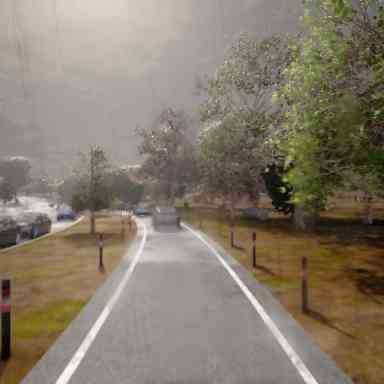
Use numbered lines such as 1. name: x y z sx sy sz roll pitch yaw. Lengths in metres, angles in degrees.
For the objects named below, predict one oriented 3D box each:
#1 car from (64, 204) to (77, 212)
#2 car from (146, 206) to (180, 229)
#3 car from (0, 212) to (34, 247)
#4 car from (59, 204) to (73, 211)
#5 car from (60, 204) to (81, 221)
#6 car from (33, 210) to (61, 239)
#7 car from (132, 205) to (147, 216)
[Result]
1. car: -23.458 3.047 63.932 2.097 1.535 5.008 -2 -1 -23
2. car: -2.010 1.836 24.500 2.128 1.511 4.902 0 -1 -10
3. car: -9.638 1.924 15.647 2.231 1.521 4.892 2 -2 -7
4. car: -26.311 3.248 69.371 2.002 1.452 4.674 1 -2 -29
5. car: -13.683 2.389 36.881 2.097 1.535 5.008 0 -2 -15
6. car: -10.378 2.043 21.188 2.231 1.521 4.892 3 -2 -8
7. car: -6.218 2.236 41.213 1.994 1.385 4.181 -1 -1 -18
